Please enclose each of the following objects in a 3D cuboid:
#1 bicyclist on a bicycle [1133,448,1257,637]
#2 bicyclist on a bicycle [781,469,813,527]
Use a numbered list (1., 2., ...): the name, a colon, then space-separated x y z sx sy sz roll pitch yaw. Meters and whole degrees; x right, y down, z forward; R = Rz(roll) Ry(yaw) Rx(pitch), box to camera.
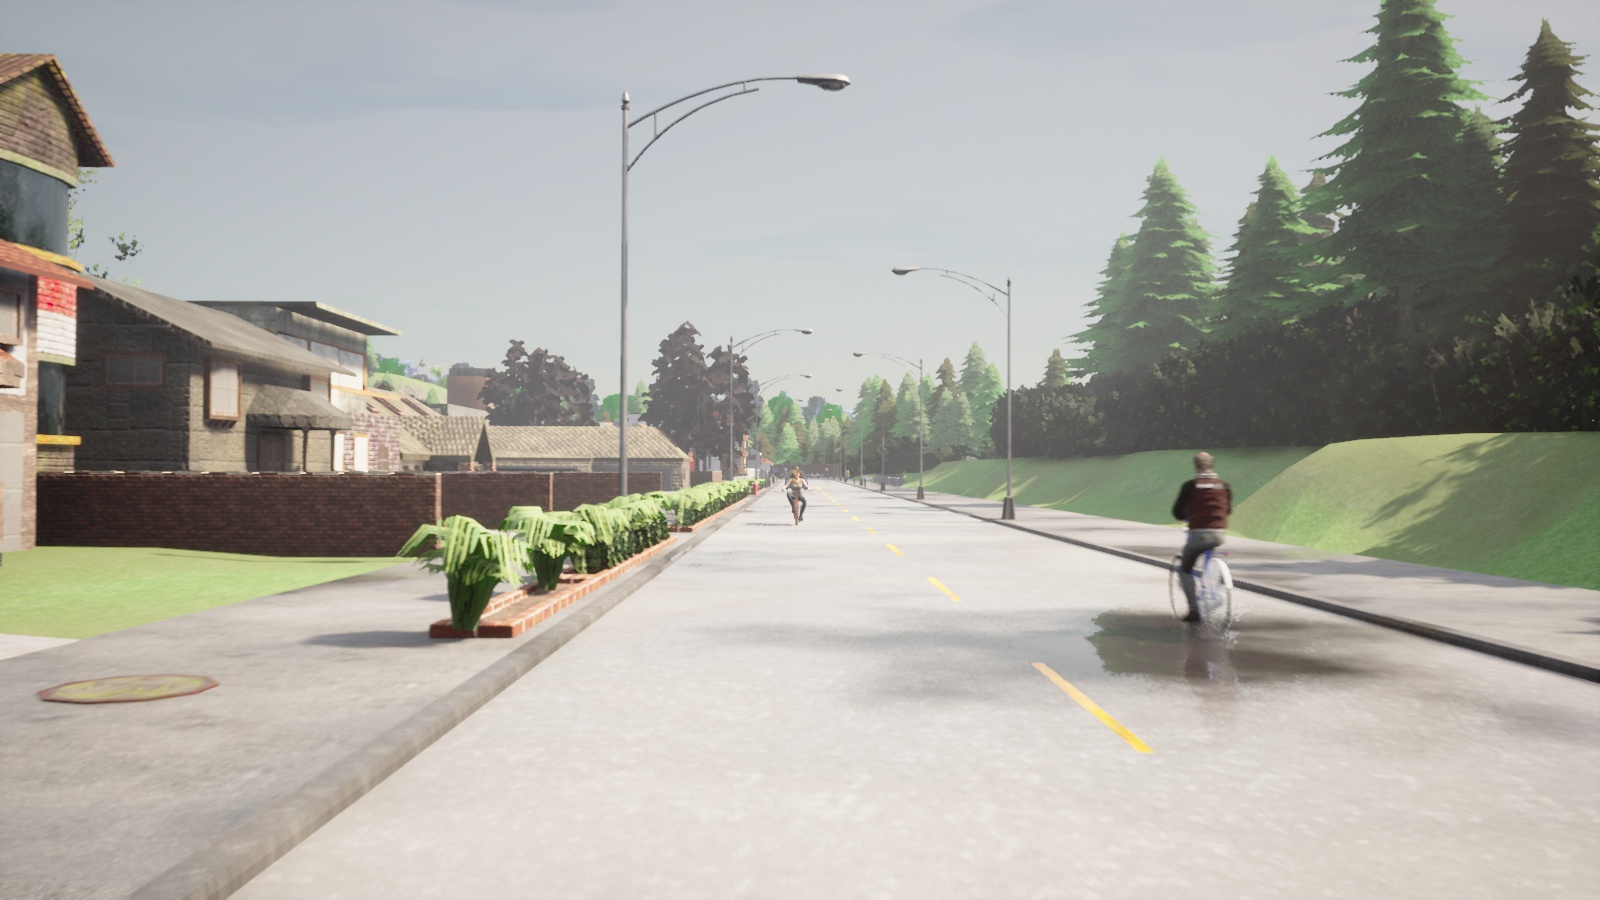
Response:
1. bicyclist on a bicycle: 3.968 0.883 12.753 0.659 1.776 1.843 0 -1 0
2. bicyclist on a bicycle: -0.087 1.349 35.707 0.866 1.612 1.509 0 -1 0
